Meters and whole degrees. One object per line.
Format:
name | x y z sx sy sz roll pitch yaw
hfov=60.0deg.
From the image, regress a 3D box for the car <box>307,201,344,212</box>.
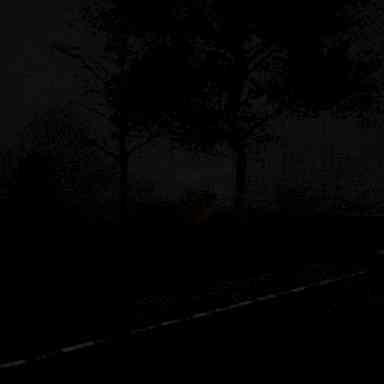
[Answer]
car | 15.159 1.456 38.634 2.128 1.511 4.902 0 1 -35
